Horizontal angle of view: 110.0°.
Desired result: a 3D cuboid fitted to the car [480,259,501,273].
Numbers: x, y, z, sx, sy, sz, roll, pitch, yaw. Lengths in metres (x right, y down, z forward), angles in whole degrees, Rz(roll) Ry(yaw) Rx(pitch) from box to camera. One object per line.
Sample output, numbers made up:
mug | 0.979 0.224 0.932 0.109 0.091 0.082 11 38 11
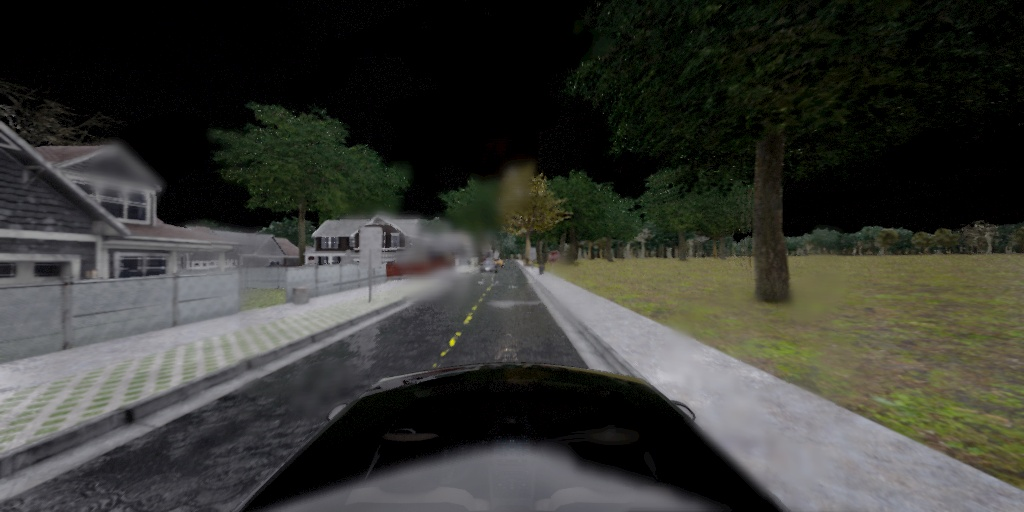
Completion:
car | -2.752 1.309 43.382 2.128 1.511 4.902 0 1 0
